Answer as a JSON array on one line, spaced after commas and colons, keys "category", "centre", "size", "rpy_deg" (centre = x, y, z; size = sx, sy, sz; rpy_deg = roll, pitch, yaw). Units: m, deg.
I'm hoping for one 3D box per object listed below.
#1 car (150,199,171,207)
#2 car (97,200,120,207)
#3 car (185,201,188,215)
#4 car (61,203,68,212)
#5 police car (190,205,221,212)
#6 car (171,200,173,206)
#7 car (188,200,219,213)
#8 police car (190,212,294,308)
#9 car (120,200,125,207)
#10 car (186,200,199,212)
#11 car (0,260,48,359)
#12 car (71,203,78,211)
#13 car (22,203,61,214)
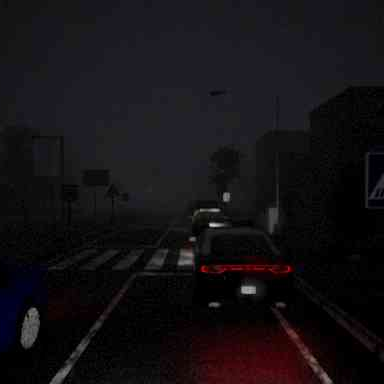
[{"category": "car", "centre": [-8.772, 3.252, 88.640], "size": [4.892, 1.521, 2.231], "rpy_deg": [0, -1, 0]}, {"category": "car", "centre": [-21.857, 3.183, 85.900], "size": [5.008, 1.535, 2.097], "rpy_deg": [0, -1, 0]}, {"category": "car", "centre": [0.035, 2.371, 45.514], "size": [1.837, 1.490, 4.892], "rpy_deg": [0, -1, 1]}, {"category": "car", "centre": [-21.921, 2.433, 51.001], "size": [4.892, 1.521, 2.231], "rpy_deg": [0, -1, 0]}, {"category": "police car", "centre": [0.969, 1.713, 18.284], "size": [1.930, 1.638, 5.238], "rpy_deg": [0, -1, 0]}, {"category": "car", "centre": [-8.801, 3.071, 91.447], "size": [5.566, 2.045, 2.435], "rpy_deg": [0, -2, 0]}, {"category": "car", "centre": [0.973, 1.639, 24.210], "size": [2.150, 2.045, 5.566], "rpy_deg": [0, -1, 0]}, {"category": "police car", "centre": [0.968, 1.514, 8.274], "size": [1.930, 1.638, 5.238], "rpy_deg": [0, -1, 0]}, {"category": "car", "centre": [-21.858, 3.322, 91.467], "size": [5.008, 1.535, 2.097], "rpy_deg": [0, -1, 0]}, {"category": "car", "centre": [0.037, 2.370, 58.949], "size": [2.150, 2.045, 5.566], "rpy_deg": [0, -1, 0]}, {"category": "car", "centre": [-3.250, 1.504, 3.342], "size": [1.882, 1.535, 5.008], "rpy_deg": [0, -1, 0]}, {"category": "car", "centre": [-21.927, 2.502, 54.274], "size": [5.008, 1.535, 2.097], "rpy_deg": [0, -1, 0]}, {"category": "car", "centre": [-21.930, 2.402, 47.725], "size": [4.674, 1.452, 2.002], "rpy_deg": [0, -1, 0]}]
